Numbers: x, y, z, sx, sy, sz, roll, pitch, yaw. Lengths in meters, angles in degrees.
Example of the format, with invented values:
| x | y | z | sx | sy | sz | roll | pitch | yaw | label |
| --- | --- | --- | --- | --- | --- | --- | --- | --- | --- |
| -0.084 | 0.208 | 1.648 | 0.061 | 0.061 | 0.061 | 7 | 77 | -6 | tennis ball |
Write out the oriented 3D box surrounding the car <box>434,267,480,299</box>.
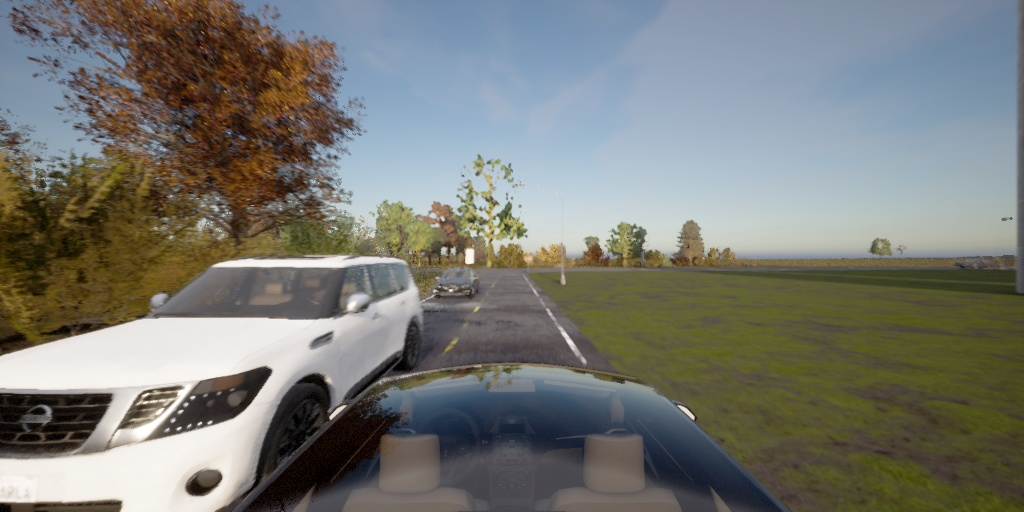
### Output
| x | y | z | sx | sy | sz | roll | pitch | yaw | label |
| --- | --- | --- | --- | --- | --- | --- | --- | --- | --- |
| -2.787 | 1.363 | 18.881 | 1.837 | 1.490 | 4.892 | 0 | -1 | 0 | car |

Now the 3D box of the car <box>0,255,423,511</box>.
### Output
| x | y | z | sx | sy | sz | roll | pitch | yaw | label |
| --- | --- | --- | --- | --- | --- | --- | --- | --- | --- |
| -2.799 | 0.993 | 4.789 | 2.150 | 2.045 | 5.566 | 0 | -1 | 0 | car |
